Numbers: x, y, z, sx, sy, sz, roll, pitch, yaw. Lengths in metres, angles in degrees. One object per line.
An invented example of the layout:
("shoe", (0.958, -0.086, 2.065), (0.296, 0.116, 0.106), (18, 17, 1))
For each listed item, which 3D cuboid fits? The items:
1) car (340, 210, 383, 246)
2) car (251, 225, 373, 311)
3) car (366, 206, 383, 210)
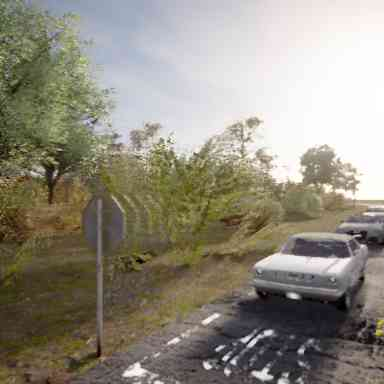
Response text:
("car", (8.560, 1.817, 16.700), (1.994, 1.385, 4.181), (-2, -2, 32))
("car", (3.185, 1.752, 8.374), (1.895, 1.301, 4.718), (-2, -2, 33))
("car", (13.996, 1.851, 25.126), (2.128, 1.511, 4.902), (-2, -2, 33))
